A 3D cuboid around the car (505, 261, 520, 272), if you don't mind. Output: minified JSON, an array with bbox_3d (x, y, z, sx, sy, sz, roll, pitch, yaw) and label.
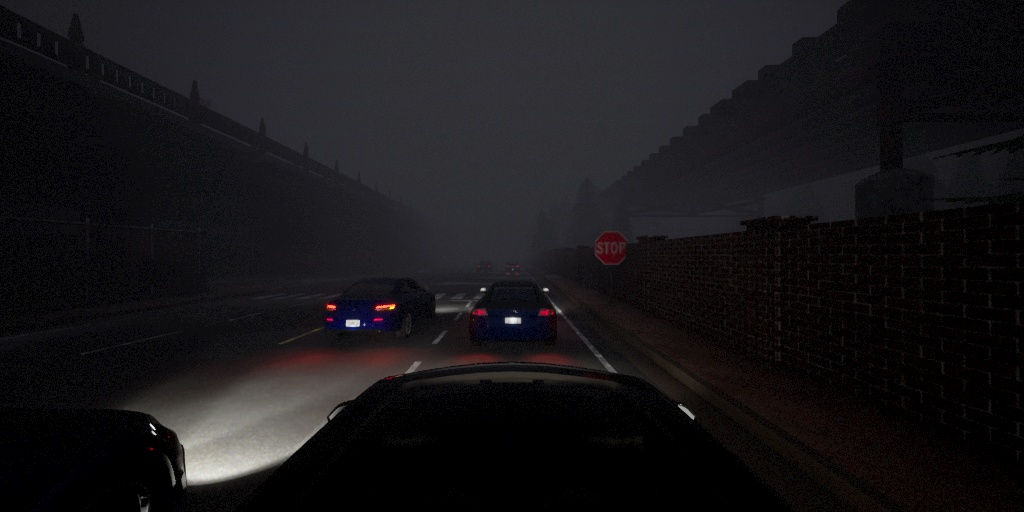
[{"bbox_3d":[0.064,1.351,46.235,1.895,1.301,4.718,0,0,-1],"label":"car"}]

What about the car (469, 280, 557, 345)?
[{"bbox_3d":[0.062,1.314,9.473,1.994,1.385,4.181,0,0,1],"label":"car"}]

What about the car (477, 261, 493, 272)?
[{"bbox_3d":[-3.430,1.297,46.035,2.033,1.411,5.357,0,0,-1],"label":"car"}]

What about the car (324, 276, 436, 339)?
[{"bbox_3d":[-3.420,1.276,9.993,1.812,1.442,4.674,0,0,0],"label":"car"}]

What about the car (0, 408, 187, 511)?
[{"bbox_3d":[-3.399,1.314,0.897,1.994,1.385,4.181,0,0,0],"label":"car"}]
